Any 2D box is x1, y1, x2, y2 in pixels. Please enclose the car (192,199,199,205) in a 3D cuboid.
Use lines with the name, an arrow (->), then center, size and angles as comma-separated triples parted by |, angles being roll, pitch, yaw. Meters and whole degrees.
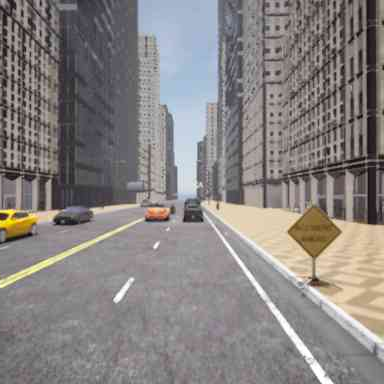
car -> 0.972, 2.701, 87.980 | 1.801, 1.575, 5.366 | 0, -1, 0

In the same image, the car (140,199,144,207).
car -> -9.752, 2.304, 70.519 | 2.097, 1.767, 4.553 | 0, -1, 0

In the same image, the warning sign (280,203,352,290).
warning sign -> 2.853, 1.209, 7.796 | 1.300, 1.860, 1.060 | 0, 0, 0

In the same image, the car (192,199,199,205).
car -> 0.972, 2.820, 93.789 | 1.882, 1.535, 5.008 | 0, -1, 0

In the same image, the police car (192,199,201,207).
police car -> 0.973, 2.506, 77.902 | 1.930, 1.638, 5.238 | 0, -1, 0

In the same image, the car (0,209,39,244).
car -> -9.847, 1.689, 17.360 | 1.882, 1.535, 5.008 | 0, -1, 0

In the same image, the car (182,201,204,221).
car -> 0.099, 1.897, 31.032 | 1.837, 1.490, 4.892 | 0, 0, 0

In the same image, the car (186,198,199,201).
car -> 0.081, 1.800, 44.293 | 2.150, 2.045, 5.566 | 0, -1, 0

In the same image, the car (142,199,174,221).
car -> -3.150, 1.750, 31.473 | 2.097, 1.767, 4.553 | 0, -1, 0

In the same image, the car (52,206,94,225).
car -> -9.807, 1.898, 28.006 | 2.033, 1.411, 5.357 | 0, -1, 1

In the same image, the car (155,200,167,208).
car -> -6.502, 2.474, 70.488 | 2.128, 1.511, 4.902 | 0, -1, 0

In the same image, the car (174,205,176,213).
car -> -3.169, 2.071, 44.495 | 2.128, 1.511, 4.902 | 0, -1, 0
